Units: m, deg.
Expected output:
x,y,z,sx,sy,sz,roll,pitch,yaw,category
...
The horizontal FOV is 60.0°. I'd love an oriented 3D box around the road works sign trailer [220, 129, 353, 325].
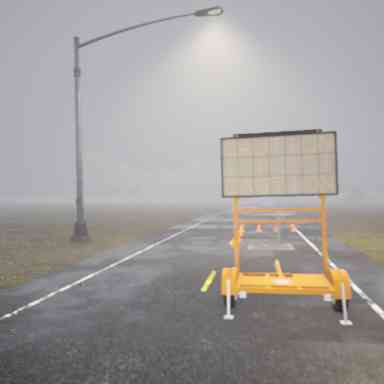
x,y,z,sx,sy,sz,roll,pitch,yaw,category
1.878,0.500,7.251,2.380,3.560,2.880,-2,-1,11,road works sign trailer
